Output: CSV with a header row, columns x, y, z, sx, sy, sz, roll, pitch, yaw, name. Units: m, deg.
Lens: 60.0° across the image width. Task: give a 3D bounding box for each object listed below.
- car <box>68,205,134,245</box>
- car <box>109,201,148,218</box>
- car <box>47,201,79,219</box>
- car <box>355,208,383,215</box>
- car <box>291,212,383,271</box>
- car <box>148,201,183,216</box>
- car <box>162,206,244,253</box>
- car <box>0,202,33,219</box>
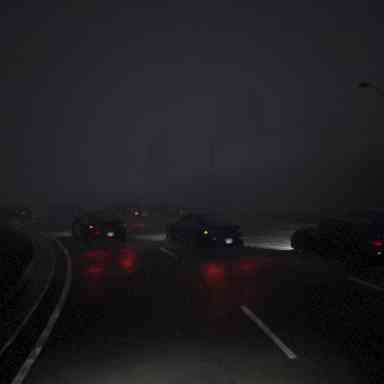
x,y,z,sx,sy,sz,roll,pitch,yaw,name
-4.492,1.570,15.849,1.812,1.442,4.674,0,0,-28,car
-6.287,1.572,30.071,1.837,1.490,4.892,0,0,-41,car
-11.912,1.588,31.087,1.882,1.535,5.008,0,0,-44,car
7.720,1.427,14.135,1.882,1.535,5.008,0,0,-19,car
5.098,1.532,11.003,1.994,1.385,4.181,0,0,-16,car
-2.380,1.563,30.846,1.812,1.442,4.674,0,0,-39,car
0.422,1.531,13.749,1.812,1.442,4.674,0,0,-22,car
-16.251,1.669,30.525,4.674,1.442,1.812,0,0,45,car
